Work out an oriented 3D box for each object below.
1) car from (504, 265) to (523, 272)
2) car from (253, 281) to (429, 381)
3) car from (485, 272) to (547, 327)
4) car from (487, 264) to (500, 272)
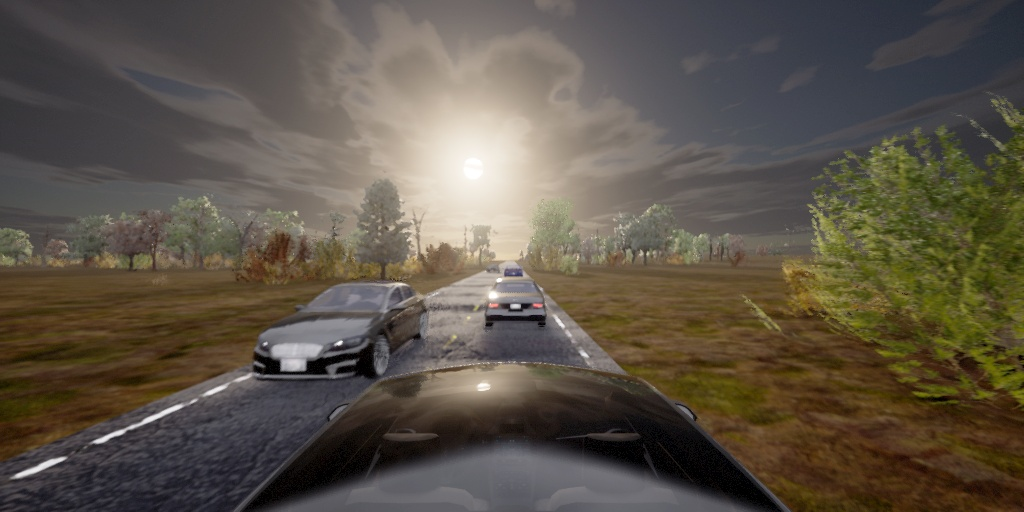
[{"bbox_3d":[0.145,1.644,38.157,1.882,1.535,5.008,0,0,0],"label":"car"},{"bbox_3d":[-3.094,1.310,7.535,2.128,1.511,4.902,0,-1,0],"label":"car"},{"bbox_3d":[0.110,1.420,12.084,2.033,1.411,5.357,0,-1,0],"label":"car"},{"bbox_3d":[-2.952,1.940,57.547,1.994,1.385,4.181,0,-1,0],"label":"car"}]
